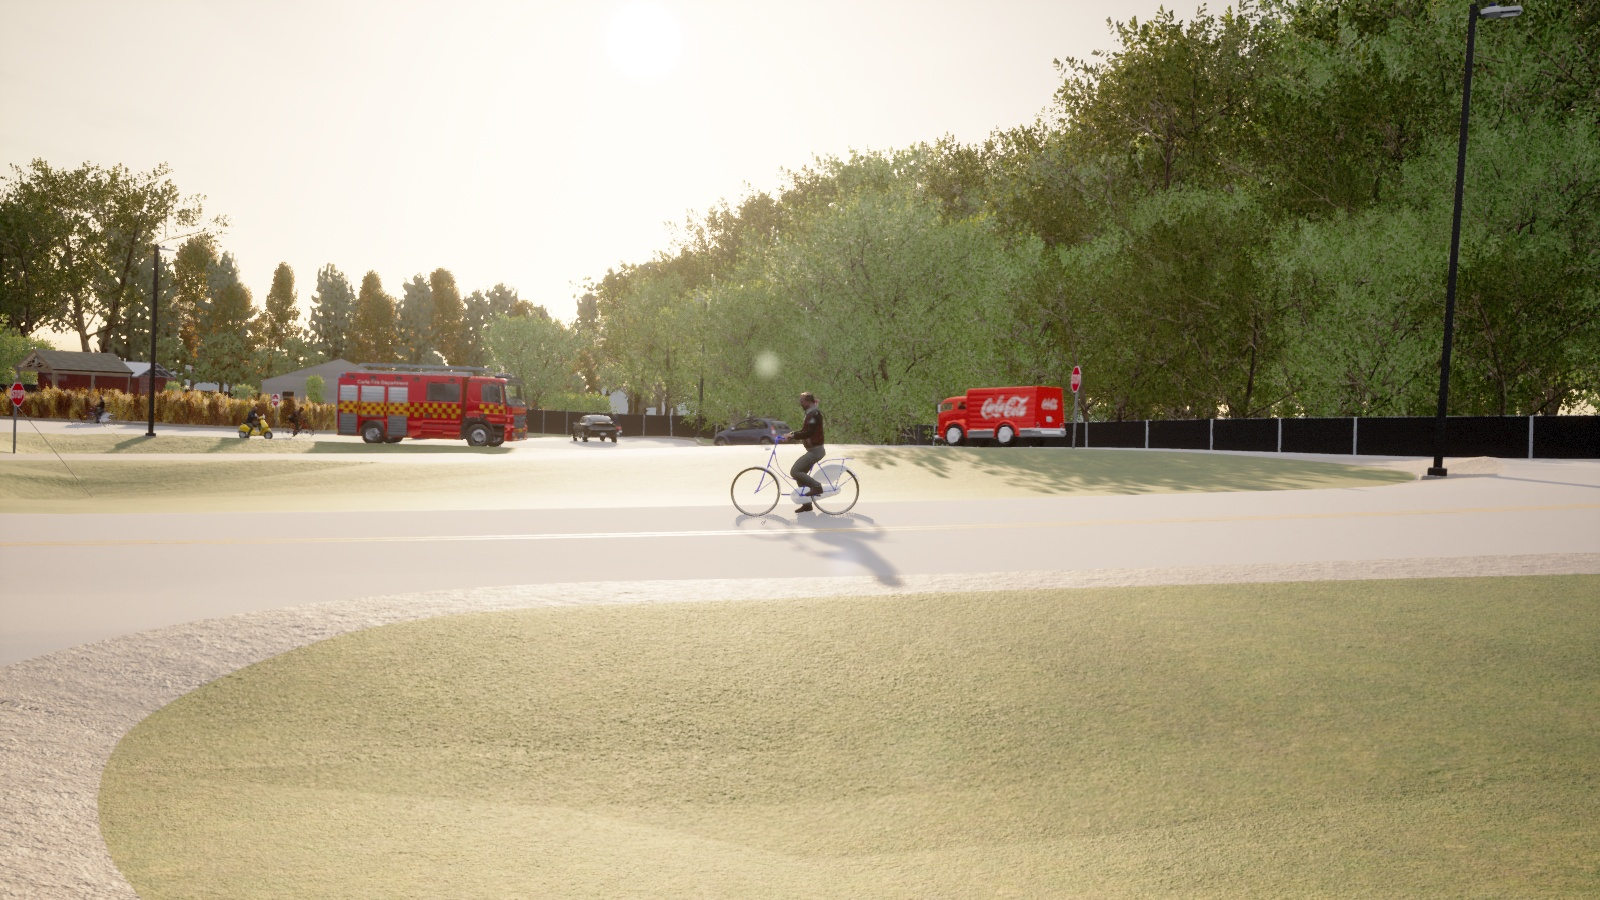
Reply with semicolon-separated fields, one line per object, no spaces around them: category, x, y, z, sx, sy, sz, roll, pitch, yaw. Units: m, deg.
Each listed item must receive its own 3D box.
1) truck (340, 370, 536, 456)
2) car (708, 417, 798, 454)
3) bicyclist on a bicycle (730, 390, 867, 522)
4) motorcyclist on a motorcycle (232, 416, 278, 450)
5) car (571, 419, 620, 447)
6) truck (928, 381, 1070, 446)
truck;-17.155;-1.782;59.749;8.468;3.827;2.891;1;3;3
car;-2.257;-0.696;60.398;3.988;1.617;1.851;-2;0;36
bicyclist on a bicycle;-0.029;0.069;17.746;1.843;1.776;0.659;-2;3;-5
motorcyclist on a motorcycle;-26.028;-0.809;59.969;1.817;1.590;0.866;1;2;9
car;-11.553;-0.990;70.658;1.837;1.490;4.892;-1;2;-20
truck;8.294;-1.485;52.672;5.204;2.467;2.627;-2;0;42
